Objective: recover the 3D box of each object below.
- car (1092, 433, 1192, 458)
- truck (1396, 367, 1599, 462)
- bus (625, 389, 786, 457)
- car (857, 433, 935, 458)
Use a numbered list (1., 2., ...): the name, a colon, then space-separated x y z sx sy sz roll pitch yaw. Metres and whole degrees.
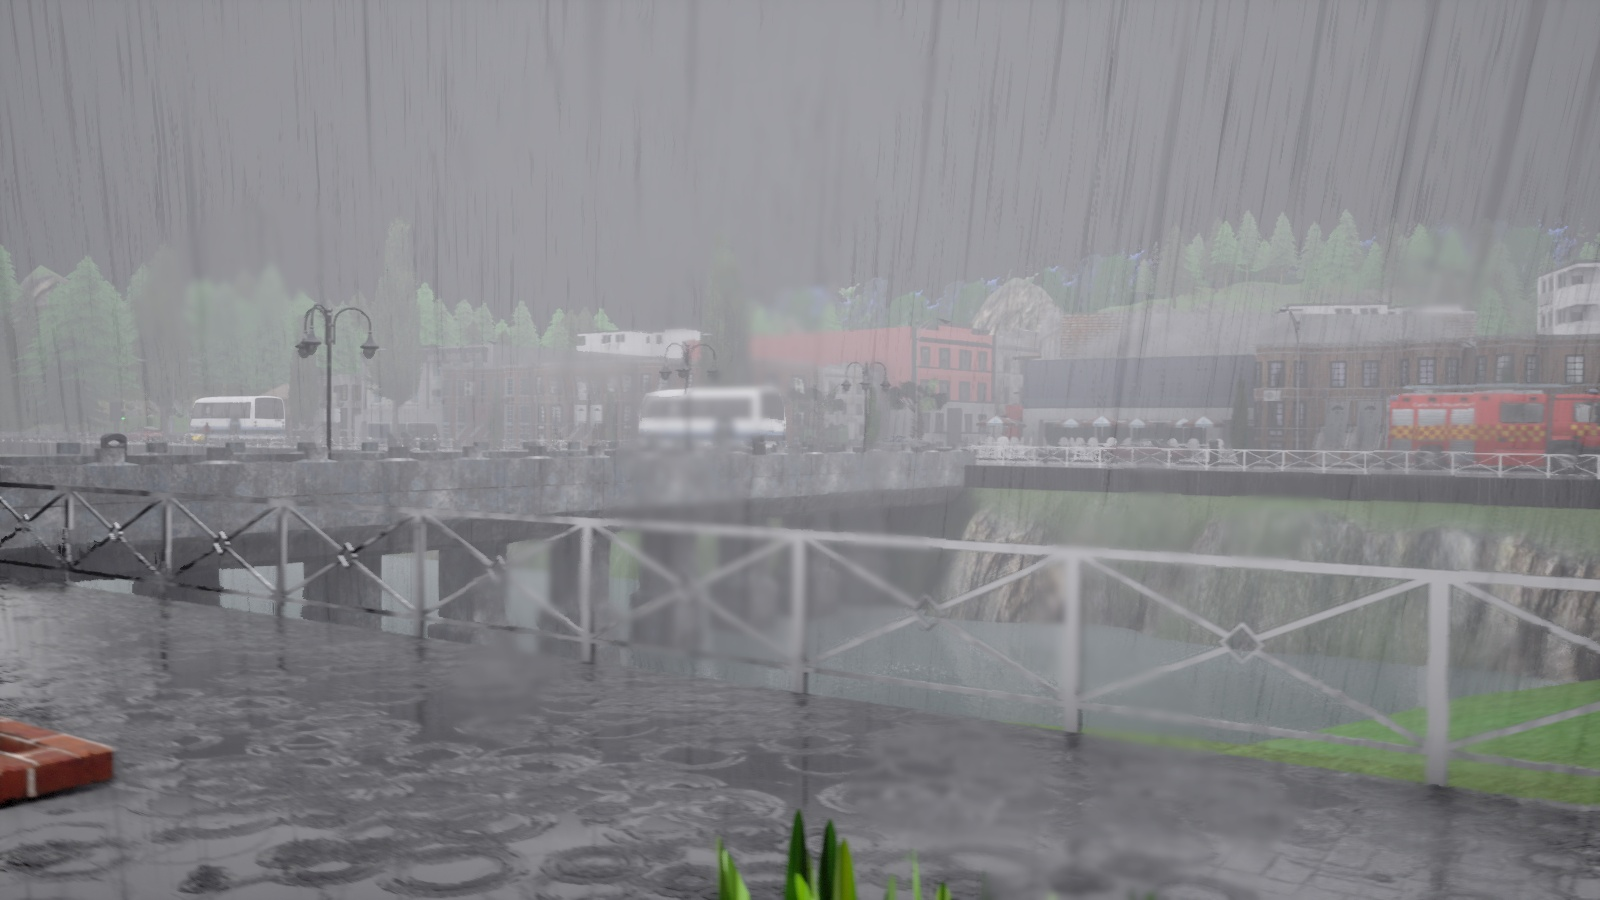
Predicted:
1. car: 18.050 -0.236 66.282 4.718 1.301 1.895 0 1 34
2. truck: 30.193 -1.436 53.392 8.468 3.827 2.891 0 1 34
3. bus: -6.263 -1.713 82.406 10.273 4.253 3.944 0 1 34
4. car: 5.703 -0.273 74.469 4.181 1.385 1.994 0 1 34
